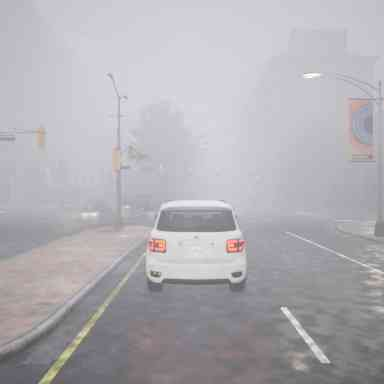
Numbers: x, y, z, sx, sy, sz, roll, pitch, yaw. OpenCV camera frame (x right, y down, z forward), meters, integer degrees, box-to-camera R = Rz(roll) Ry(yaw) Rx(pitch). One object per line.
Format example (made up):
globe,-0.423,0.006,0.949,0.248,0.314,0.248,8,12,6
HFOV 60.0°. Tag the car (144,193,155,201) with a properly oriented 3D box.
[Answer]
car,-11.143,1.225,87.172,2.150,2.045,5.566,0,0,0

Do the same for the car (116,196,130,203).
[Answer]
car,-14.464,1.595,69.844,1.895,1.301,4.718,0,0,0

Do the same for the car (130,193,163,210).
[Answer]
car,-5.261,1.221,40.946,2.150,2.045,5.566,-1,1,-31

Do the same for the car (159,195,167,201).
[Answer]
car,-7.637,1.522,88.666,1.812,1.442,4.674,0,0,0

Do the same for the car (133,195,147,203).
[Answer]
car,-11.207,1.525,71.737,2.128,1.511,4.902,0,0,0

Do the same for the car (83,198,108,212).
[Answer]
car,-11.440,1.491,39.641,2.128,1.511,4.902,0,0,0

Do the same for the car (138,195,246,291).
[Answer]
car,0.108,1.221,9.121,2.150,2.045,5.566,0,0,1

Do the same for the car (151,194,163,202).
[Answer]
car,-7.699,1.355,73.559,2.097,1.767,4.553,0,0,0

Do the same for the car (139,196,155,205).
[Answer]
car,-7.838,1.491,58.826,2.128,1.511,4.902,0,0,0

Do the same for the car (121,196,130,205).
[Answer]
car,-11.368,1.601,56.947,1.895,1.301,4.718,0,0,1
